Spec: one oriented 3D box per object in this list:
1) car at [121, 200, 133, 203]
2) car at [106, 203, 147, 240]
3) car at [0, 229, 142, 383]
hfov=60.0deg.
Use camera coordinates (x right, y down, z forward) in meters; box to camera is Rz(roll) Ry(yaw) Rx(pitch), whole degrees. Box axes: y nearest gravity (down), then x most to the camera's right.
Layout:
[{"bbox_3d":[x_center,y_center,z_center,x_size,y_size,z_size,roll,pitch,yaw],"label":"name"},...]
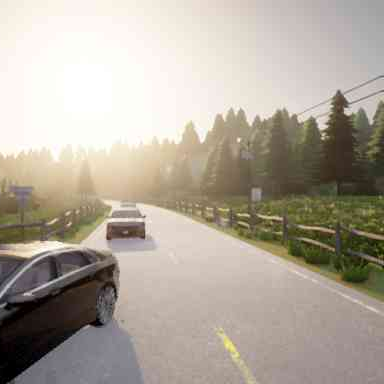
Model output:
[{"bbox_3d":[-5.697,1.684,29.848,1.812,1.442,4.674,0,0,-11],"label":"car"},{"bbox_3d":[-3.480,1.580,17.708,1.882,1.535,5.008,0,0,-10],"label":"car"},{"bbox_3d":[-2.624,1.515,4.528,2.128,1.511,4.902,0,-1,12],"label":"car"}]
